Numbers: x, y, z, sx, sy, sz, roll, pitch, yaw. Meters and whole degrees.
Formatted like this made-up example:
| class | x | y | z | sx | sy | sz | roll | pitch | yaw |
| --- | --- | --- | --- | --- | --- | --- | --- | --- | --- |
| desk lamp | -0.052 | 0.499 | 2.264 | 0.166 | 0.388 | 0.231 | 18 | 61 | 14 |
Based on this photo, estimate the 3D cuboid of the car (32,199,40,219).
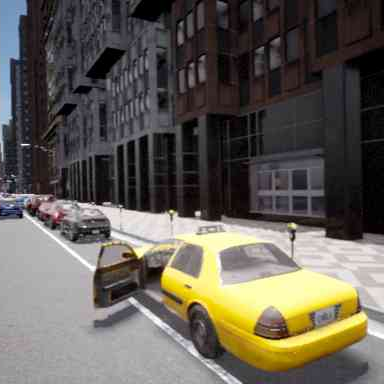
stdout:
| class | x | y | z | sx | sy | sz | roll | pitch | yaw |
| --- | --- | --- | --- | --- | --- | --- | --- | --- | --- |
| car | -10.792 | 1.441 | 25.409 | 1.802 | 1.307 | 4.206 | -2 | 1 | -30 |

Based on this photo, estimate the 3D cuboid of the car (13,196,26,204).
| class | x | y | z | sx | sy | sz | roll | pitch | yaw |
| --- | --- | --- | --- | --- | --- | --- | --- | --- | --- |
| car | -30.664 | 1.412 | 59.215 | 1.802 | 1.307 | 4.206 | -2 | 1 | -30 |

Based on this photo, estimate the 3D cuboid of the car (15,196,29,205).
| class | x | y | z | sx | sy | sz | roll | pitch | yaw |
| --- | --- | --- | --- | --- | --- | --- | --- | --- | --- |
| car | -27.826 | 1.415 | 54.386 | 1.802 | 1.307 | 4.206 | -2 | 1 | -30 |

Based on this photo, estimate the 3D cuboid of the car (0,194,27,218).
| class | x | y | z | sx | sy | sz | roll | pitch | yaw |
| --- | --- | --- | --- | --- | --- | --- | --- | --- | --- |
| car | -15.598 | 1.281 | 28.259 | 2.097 | 1.767 | 4.553 | -2 | 1 | -30 |

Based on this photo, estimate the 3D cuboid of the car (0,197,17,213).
| class | x | y | z | sx | sy | sz | roll | pitch | yaw |
| --- | --- | --- | --- | --- | --- | --- | --- | --- | --- |
| car | -21.162 | 1.415 | 37.645 | 2.128 | 1.511 | 4.902 | -2 | 1 | -30 |

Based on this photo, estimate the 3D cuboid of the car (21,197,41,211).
| class | x | y | z | sx | sy | sz | roll | pitch | yaw |
| --- | --- | --- | --- | --- | --- | --- | --- | --- | --- |
| car | -19.396 | 1.371 | 40.043 | 1.752 | 1.417 | 4.829 | -2 | 1 | -30 |

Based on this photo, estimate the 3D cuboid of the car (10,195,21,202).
| class | x | y | z | sx | sy | sz | roll | pitch | yaw |
| --- | --- | --- | --- | --- | --- | --- | --- | --- | --- |
| car | -39.182 | 1.366 | 73.703 | 1.887 | 1.381 | 4.507 | -2 | 1 | -30 |

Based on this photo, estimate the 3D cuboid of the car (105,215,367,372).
| class | x | y | z | sx | sy | sz | roll | pitch | yaw |
| --- | --- | --- | --- | --- | --- | --- | --- | --- | --- |
| car | 0.182 | 1.351 | 5.914 | 1.801 | 1.575 | 5.366 | -2 | 1 | -30 |

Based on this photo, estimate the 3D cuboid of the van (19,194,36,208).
| class | x | y | z | sx | sy | sz | roll | pitch | yaw |
| --- | --- | --- | --- | --- | --- | --- | --- | --- | --- |
| van | -22.153 | 1.182 | 44.723 | 1.690 | 1.788 | 3.998 | -2 | 1 | -30 |

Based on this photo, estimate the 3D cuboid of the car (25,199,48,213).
| class | x | y | z | sx | sy | sz | roll | pitch | yaw |
| --- | --- | --- | --- | --- | --- | --- | --- | --- | --- |
| car | -16.470 | 1.432 | 35.068 | 1.802 | 1.307 | 4.206 | -2 | 1 | -30 |

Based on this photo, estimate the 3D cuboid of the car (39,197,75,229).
| class | x | y | z | sx | sy | sz | roll | pitch | yaw |
| --- | --- | --- | --- | --- | --- | --- | --- | --- | --- |
| car | -7.956 | 1.304 | 20.578 | 1.967 | 1.590 | 4.097 | -2 | 1 | -30 |

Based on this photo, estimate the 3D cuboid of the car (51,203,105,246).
| class | x | y | z | sx | sy | sz | roll | pitch | yaw |
| --- | --- | --- | --- | --- | --- | --- | --- | --- | --- |
| car | -5.115 | 1.421 | 15.749 | 2.008 | 1.369 | 4.403 | -2 | 1 | -30 |

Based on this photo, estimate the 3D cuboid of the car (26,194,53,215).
| class | x | y | z | sx | sy | sz | roll | pitch | yaw |
| --- | --- | --- | --- | --- | --- | --- | --- | --- | --- |
| car | -13.637 | 1.169 | 30.235 | 2.192 | 1.841 | 5.009 | -2 | 1 | -30 |
